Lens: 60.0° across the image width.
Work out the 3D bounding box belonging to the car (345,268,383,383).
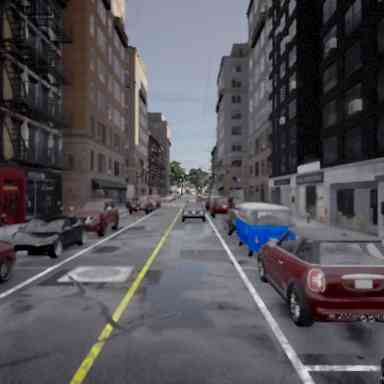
[{"bbox_3d":[2.640,1.545,1.379,1.887,1.381,4.507,0,0,0],"label":"car"}]

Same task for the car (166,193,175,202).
[{"bbox_3d":[-5.351,1.535,73.655,1.752,1.417,4.829,0,0,0],"label":"car"}]

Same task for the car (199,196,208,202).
[{"bbox_3d":[2.707,1.554,79.300,1.887,1.381,4.507,0,0,0],"label":"car"}]

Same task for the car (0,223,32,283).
[{"bbox_3d":[-5.387,1.585,7.069,1.802,1.307,4.206,0,0,0],"label":"car"}]

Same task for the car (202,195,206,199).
[{"bbox_3d":[2.675,1.323,41.131,2.192,1.841,5.009,0,0,0],"label":"car"}]

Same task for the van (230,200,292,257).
[{"bbox_3d":[2.650,1.345,12.736,1.690,1.788,3.998,0,0,0],"label":"van"}]

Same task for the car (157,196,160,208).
[{"bbox_3d":[-5.363,1.534,40.969,1.752,1.417,4.829,0,0,0],"label":"car"}]

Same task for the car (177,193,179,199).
[{"bbox_3d":[-5.331,1.327,90.271,2.192,1.841,5.009,0,0,0],"label":"car"}]

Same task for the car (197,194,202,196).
[{"bbox_3d":[2.702,1.560,73.818,2.008,1.369,4.403,0,0,0],"label":"car"}]

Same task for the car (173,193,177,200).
[{"bbox_3d":[-5.338,1.536,84.619,1.752,1.417,4.829,0,0,0],"label":"car"}]

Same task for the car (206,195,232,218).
[{"bbox_3d":[2.665,1.322,29.773,2.192,1.841,5.009,0,0,0],"label":"car"}]

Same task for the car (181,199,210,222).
[{"bbox_3d":[0.121,1.553,26.633,2.033,1.411,5.357,0,0,0],"label":"car"}]

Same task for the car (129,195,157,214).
[{"bbox_3d":[-5.367,1.323,35.461,2.192,1.841,5.009,0,0,0],"label":"car"}]

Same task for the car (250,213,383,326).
[{"bbox_3d":[2.645,1.442,7.058,1.967,1.590,4.097,0,0,0],"label":"car"}]

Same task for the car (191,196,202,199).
[{"bbox_3d":[0.135,1.534,41.762,1.812,1.442,4.674,0,0,0],"label":"car"}]

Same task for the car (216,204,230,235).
[{"bbox_3d":[2.655,1.556,18.416,2.008,1.369,4.403,0,0,0],"label":"car"}]

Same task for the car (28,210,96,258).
[{"bbox_3d":[-5.383,1.570,12.748,1.947,1.339,4.313,0,0,0],"label":"car"}]

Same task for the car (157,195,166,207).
[{"bbox_3d":[-5.359,1.323,46.818,2.192,1.841,5.009,0,0,0],"label":"car"}]

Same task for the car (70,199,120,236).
[{"bbox_3d":[-5.379,1.321,18.426,2.192,1.841,5.009,0,0,0],"label":"car"}]

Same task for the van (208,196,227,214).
[{"bbox_3d":[2.670,1.349,35.452,1.690,1.788,3.998,0,0,0],"label":"van"}]
